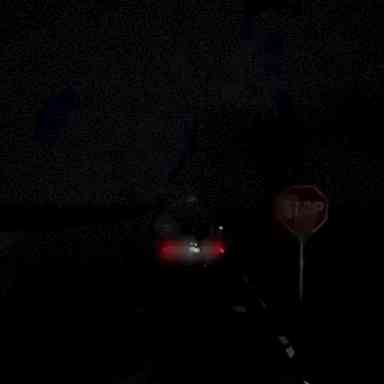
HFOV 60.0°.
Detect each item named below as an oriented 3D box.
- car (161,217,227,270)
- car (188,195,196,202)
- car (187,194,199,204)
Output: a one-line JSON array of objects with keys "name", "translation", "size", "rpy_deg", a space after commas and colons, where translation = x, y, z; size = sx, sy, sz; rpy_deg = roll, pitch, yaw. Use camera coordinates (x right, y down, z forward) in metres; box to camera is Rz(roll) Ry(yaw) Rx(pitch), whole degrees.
[{"name": "car", "translation": [0.072, 1.513, 10.888], "size": [2.033, 1.411, 5.357], "rpy_deg": [0, 0, 0]}, {"name": "car", "translation": [-0.008, 1.371, 72.853], "size": [1.882, 1.535, 5.008], "rpy_deg": [0, 0, 0]}, {"name": "car", "translation": [-0.007, 1.613, 62.862], "size": [1.895, 1.301, 4.718], "rpy_deg": [0, 0, 0]}]
